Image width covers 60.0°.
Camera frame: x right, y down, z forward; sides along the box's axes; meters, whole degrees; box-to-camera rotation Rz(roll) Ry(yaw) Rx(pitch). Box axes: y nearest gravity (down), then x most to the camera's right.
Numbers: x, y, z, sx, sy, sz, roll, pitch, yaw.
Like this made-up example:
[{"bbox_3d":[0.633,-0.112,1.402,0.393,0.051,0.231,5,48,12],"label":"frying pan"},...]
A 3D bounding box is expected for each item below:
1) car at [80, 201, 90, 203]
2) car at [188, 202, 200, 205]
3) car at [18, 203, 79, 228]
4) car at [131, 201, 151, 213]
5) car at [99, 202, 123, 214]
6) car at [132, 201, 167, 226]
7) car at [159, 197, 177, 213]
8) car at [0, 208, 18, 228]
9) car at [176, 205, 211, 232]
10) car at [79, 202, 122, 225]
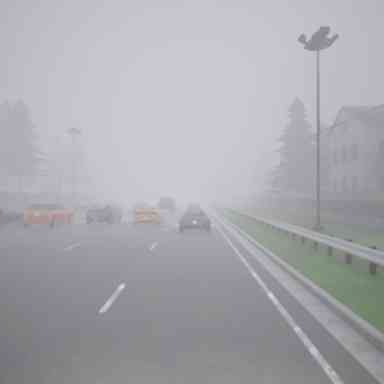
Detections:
[{"bbox_3d":[-13.766,1.935,43.451,1.812,1.442,4.674,0,0,1],"label":"car"},{"bbox_3d":[0.266,1.959,41.474,2.033,1.411,5.357,0,-1,0],"label":"car"},{"bbox_3d":[-10.304,1.577,24.286,2.097,1.767,4.553,0,-1,0],"label":"car"},{"bbox_3d":[-6.752,1.997,44.747,1.994,1.385,4.181,0,-1,1],"label":"car"},{"bbox_3d":[-10.275,2.008,42.710,1.895,1.301,4.718,0,-1,1],"label":"car"},{"bbox_3d":[-3.298,1.731,26.029,1.882,1.535,5.008,0,-1,0],"label":"car"},{"bbox_3d":[-3.255,1.657,44.287,2.150,2.045,5.566,0,0,1],"label":"car"},{"bbox_3d":[-13.808,1.817,23.853,1.895,1.301,4.718,0,-1,0],"label":"car"},{"bbox_3d":[0.183,1.781,21.772,1.994,1.385,4.181,0,-1,0],"label":"car"},{"bbox_3d":[-6.797,1.739,26.040,2.128,1.511,4.902,0,-1,0],"label":"car"}]
